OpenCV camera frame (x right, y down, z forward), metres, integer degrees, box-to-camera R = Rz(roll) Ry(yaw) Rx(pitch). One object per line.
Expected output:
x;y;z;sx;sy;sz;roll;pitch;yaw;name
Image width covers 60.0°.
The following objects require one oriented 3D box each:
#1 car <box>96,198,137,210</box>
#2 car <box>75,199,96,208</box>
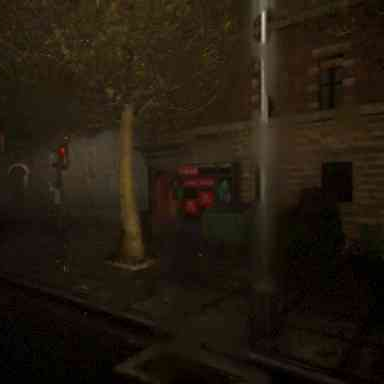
-9.269;1.517;42.391;1.882;1.535;5.008;0;0;37;car
-14.038;1.636;47.118;1.895;1.301;4.718;0;0;37;car
